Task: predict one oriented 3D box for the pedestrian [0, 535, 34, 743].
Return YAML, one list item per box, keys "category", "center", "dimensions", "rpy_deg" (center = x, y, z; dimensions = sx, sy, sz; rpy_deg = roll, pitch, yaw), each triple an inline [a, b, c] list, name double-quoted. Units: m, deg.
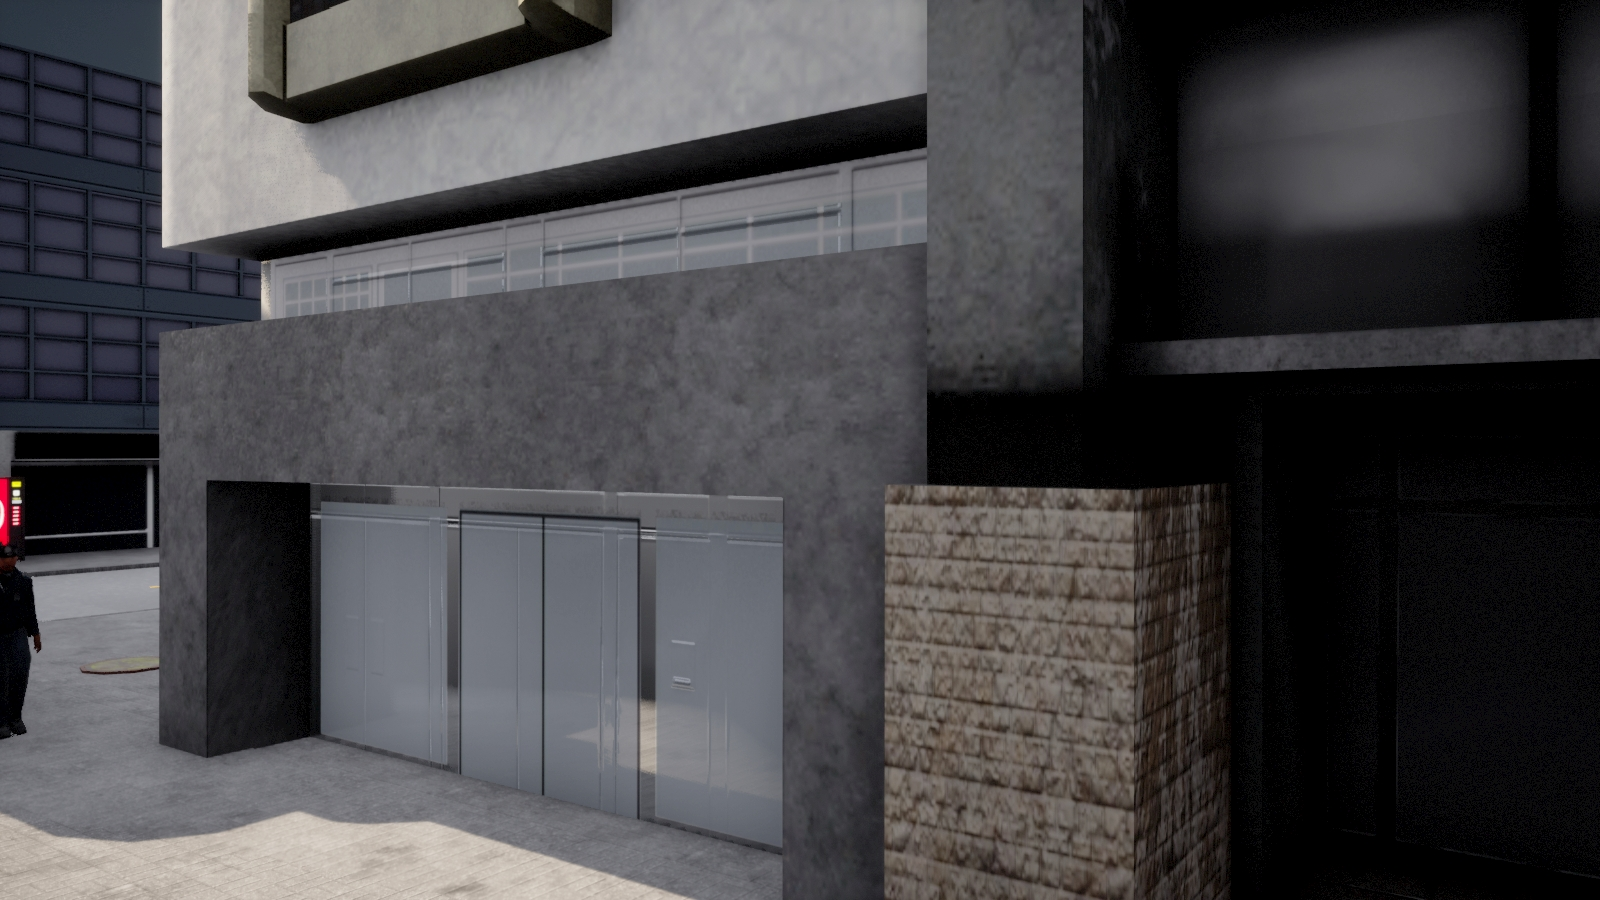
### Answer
- category: "pedestrian"
  center: [-7.367, 1.742, 10.599]
  dimensions: [0.375, 1.860, 0.375]
  rpy_deg: [0, 0, -43]
